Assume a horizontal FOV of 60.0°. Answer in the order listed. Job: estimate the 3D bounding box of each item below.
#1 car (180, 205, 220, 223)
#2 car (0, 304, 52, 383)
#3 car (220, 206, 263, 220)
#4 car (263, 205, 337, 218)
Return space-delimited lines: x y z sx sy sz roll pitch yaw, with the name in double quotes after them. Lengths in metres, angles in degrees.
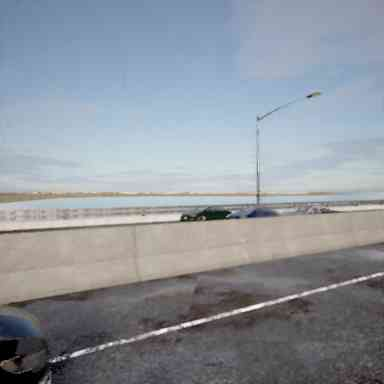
1.199 1.721 25.485 4.181 1.385 1.994 0 0 -33 "car"
-3.710 1.555 2.521 4.892 1.490 1.837 0 0 -33 "car"
4.453 1.681 23.424 4.181 1.385 1.994 0 0 -33 "car"
7.228 1.571 21.052 4.902 1.511 2.128 0 0 -33 "car"
